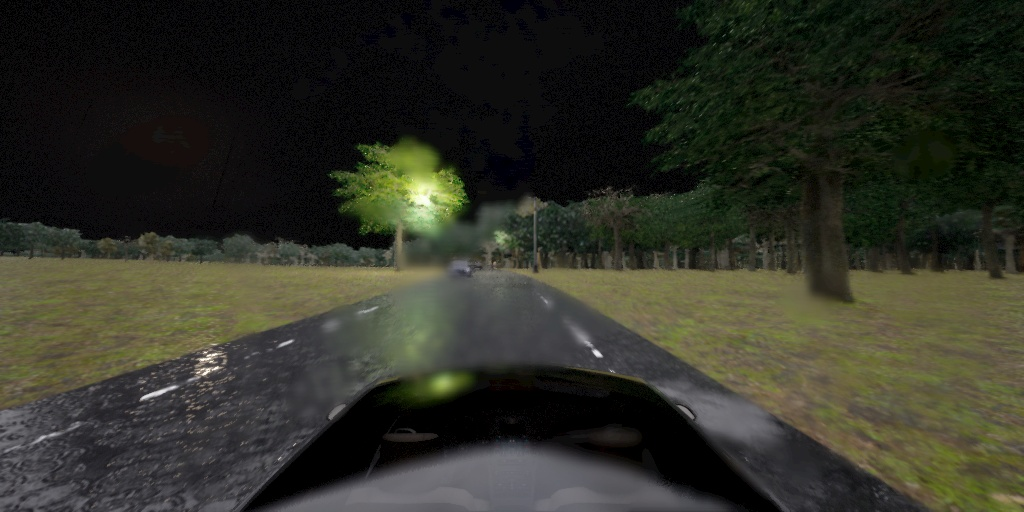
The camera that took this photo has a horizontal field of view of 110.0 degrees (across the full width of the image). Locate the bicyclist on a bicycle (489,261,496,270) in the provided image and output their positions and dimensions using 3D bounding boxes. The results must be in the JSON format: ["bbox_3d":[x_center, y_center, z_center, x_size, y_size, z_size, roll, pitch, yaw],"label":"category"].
[{"bbox_3d":[-2.884,1.634,59.244,0.866,1.612,1.509,0,-1,-8],"label":"bicyclist on a bicycle"}]

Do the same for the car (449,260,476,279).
[{"bbox_3d":[-4.780,1.227,34.025,2.097,1.767,4.553,0,0,-4],"label":"car"}]
